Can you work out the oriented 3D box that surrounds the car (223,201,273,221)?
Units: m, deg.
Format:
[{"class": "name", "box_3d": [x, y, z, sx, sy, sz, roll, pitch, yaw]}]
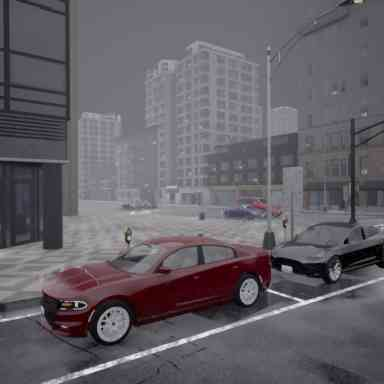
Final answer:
[{"class": "car", "box_3d": [4.788, 1.830, 30.563, 1.812, 1.442, 4.674, 0, -1, -35]}]

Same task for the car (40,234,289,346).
[{"class": "car", "box_3d": [-0.436, 1.544, 6.342, 4.507, 1.381, 1.887, 0, 0, -36]}]

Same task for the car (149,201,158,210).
[{"class": "car", "box_3d": [-7.228, 2.100, 53.265, 1.837, 1.490, 4.892, 0, -1, -35]}]

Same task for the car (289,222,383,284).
[{"class": "car", "box_3d": [4.159, 1.564, 9.619, 4.313, 1.339, 1.947, 0, 0, -36]}]

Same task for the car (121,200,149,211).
[{"class": "car", "box_3d": [-8.876, 1.942, 49.939, 2.097, 1.767, 4.553, 0, 0, -35]}]

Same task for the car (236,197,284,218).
[{"class": "car", "box_3d": [6.597, 1.528, 33.631, 2.150, 2.045, 5.566, 0, 0, -35]}]
